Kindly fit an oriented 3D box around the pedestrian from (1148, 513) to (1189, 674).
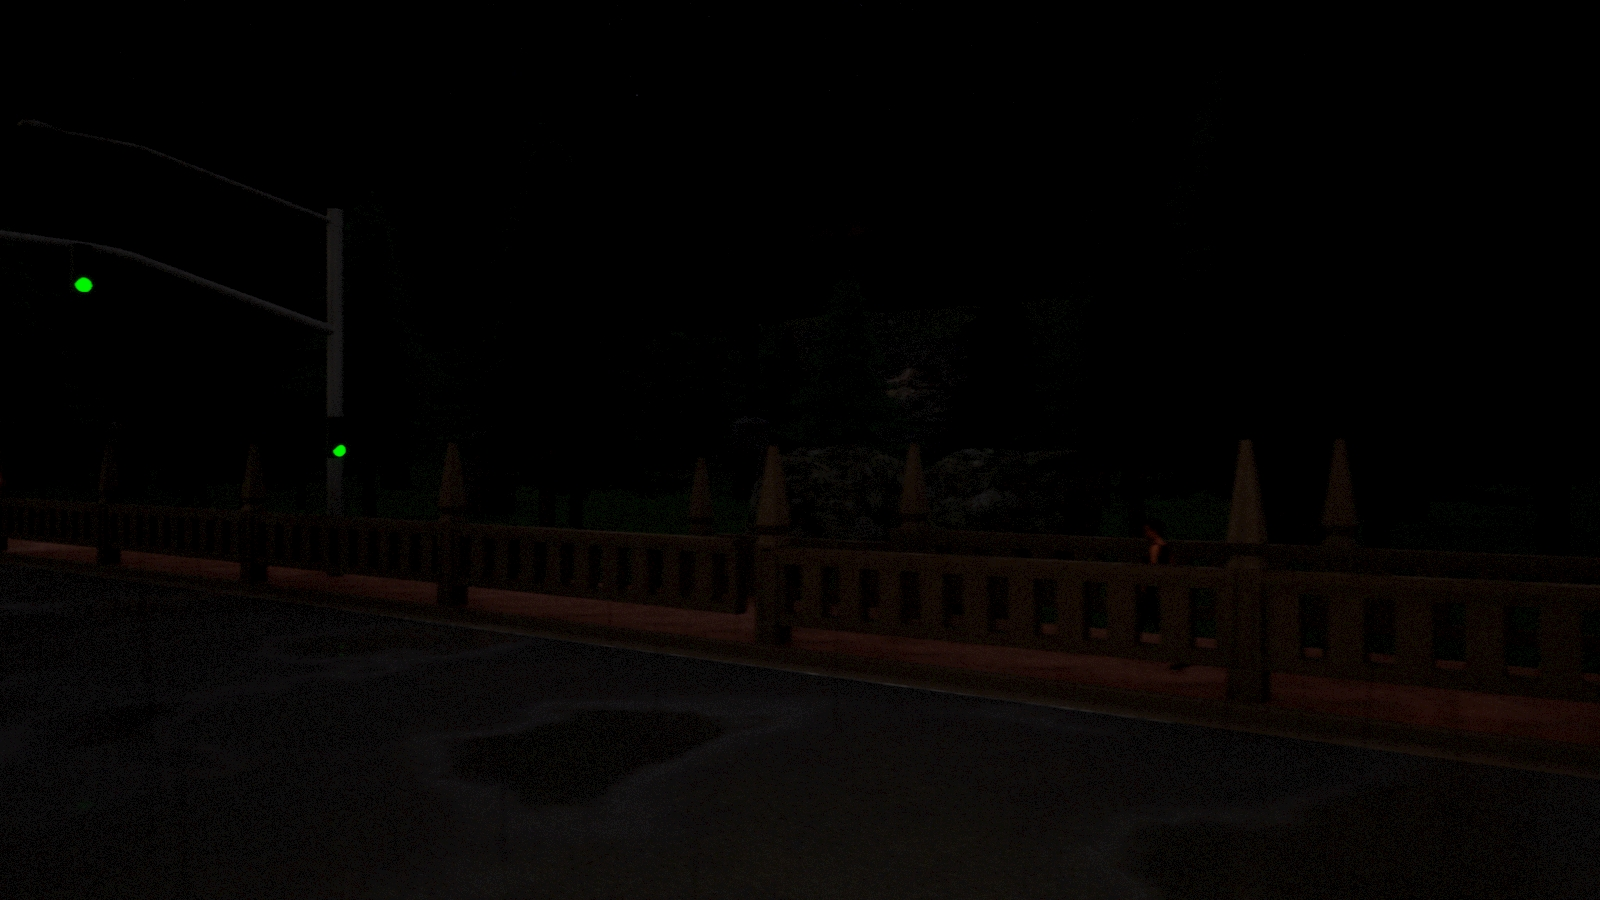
[{"bbox_3d":[4.411,1.696,13.682,0.375,1.860,0.375,0,0,35],"label":"pedestrian"}]
